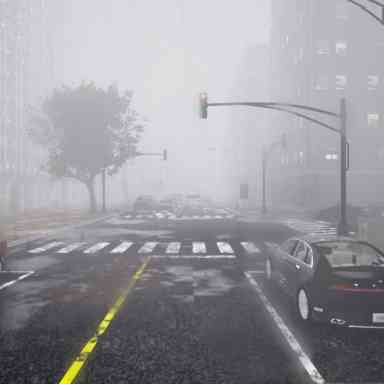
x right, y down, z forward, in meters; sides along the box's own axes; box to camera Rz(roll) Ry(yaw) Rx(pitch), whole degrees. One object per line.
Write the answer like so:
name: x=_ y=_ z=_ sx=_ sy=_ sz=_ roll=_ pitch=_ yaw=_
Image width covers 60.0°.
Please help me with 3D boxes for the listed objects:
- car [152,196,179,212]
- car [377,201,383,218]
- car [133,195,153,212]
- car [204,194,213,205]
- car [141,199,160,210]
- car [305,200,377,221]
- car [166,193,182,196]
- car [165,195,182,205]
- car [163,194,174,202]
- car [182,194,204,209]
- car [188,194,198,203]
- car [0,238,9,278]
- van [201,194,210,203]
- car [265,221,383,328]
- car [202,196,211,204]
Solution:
car: x=-2.995 y=1.568 z=38.600 sx=2.033 sy=1.411 sz=5.357 roll=0 pitch=0 yaw=0
car: x=13.497 y=1.350 z=26.280 sx=4.403 sy=1.369 sz=2.008 roll=-1 pitch=1 yaw=0
car: x=-5.584 y=1.336 z=39.316 sx=2.192 sy=1.841 sz=5.009 roll=0 pitch=0 yaw=0
car: x=2.859 y=1.611 z=61.384 sx=1.947 sy=1.339 sz=4.313 roll=0 pitch=0 yaw=0
car: x=-5.568 y=1.592 z=44.839 sx=1.947 sy=1.339 sz=4.313 roll=0 pitch=0 yaw=0
car: x=10.220 y=1.409 z=23.477 sx=4.181 sy=1.385 sz=1.994 roll=-1 pitch=0 yaw=-4
car: x=-2.887 y=1.264 z=59.696 sx=2.150 sy=2.045 sz=5.566 roll=0 pitch=0 yaw=3
car: x=-2.965 y=1.578 z=49.053 sx=2.033 sy=1.411 sz=5.357 roll=0 pitch=0 yaw=0
car: x=-5.476 y=1.386 z=77.976 sx=2.192 sy=1.841 sz=5.009 roll=0 pitch=0 yaw=0
car: x=0.204 y=1.248 z=45.031 sx=2.150 sy=2.045 sz=5.566 roll=0 pitch=0 yaw=1
car: x=0.254 y=1.412 z=70.940 sx=2.097 sy=1.767 sz=4.553 roll=0 pitch=0 yaw=0
car: x=-5.673 y=1.545 z=6.928 sx=1.887 sy=1.381 sz=4.507 roll=0 pitch=0 yaw=0
van: x=2.889 y=1.402 z=72.430 sx=1.690 sy=1.788 sz=3.998 roll=0 pitch=0 yaw=0
car: x=2.707 y=1.551 z=6.904 sx=2.008 sy=1.369 sz=4.403 roll=0 pitch=0 yaw=0
car: x=2.875 y=1.578 z=67.076 sx=1.752 sy=1.417 sz=4.829 roll=0 pitch=0 yaw=0
